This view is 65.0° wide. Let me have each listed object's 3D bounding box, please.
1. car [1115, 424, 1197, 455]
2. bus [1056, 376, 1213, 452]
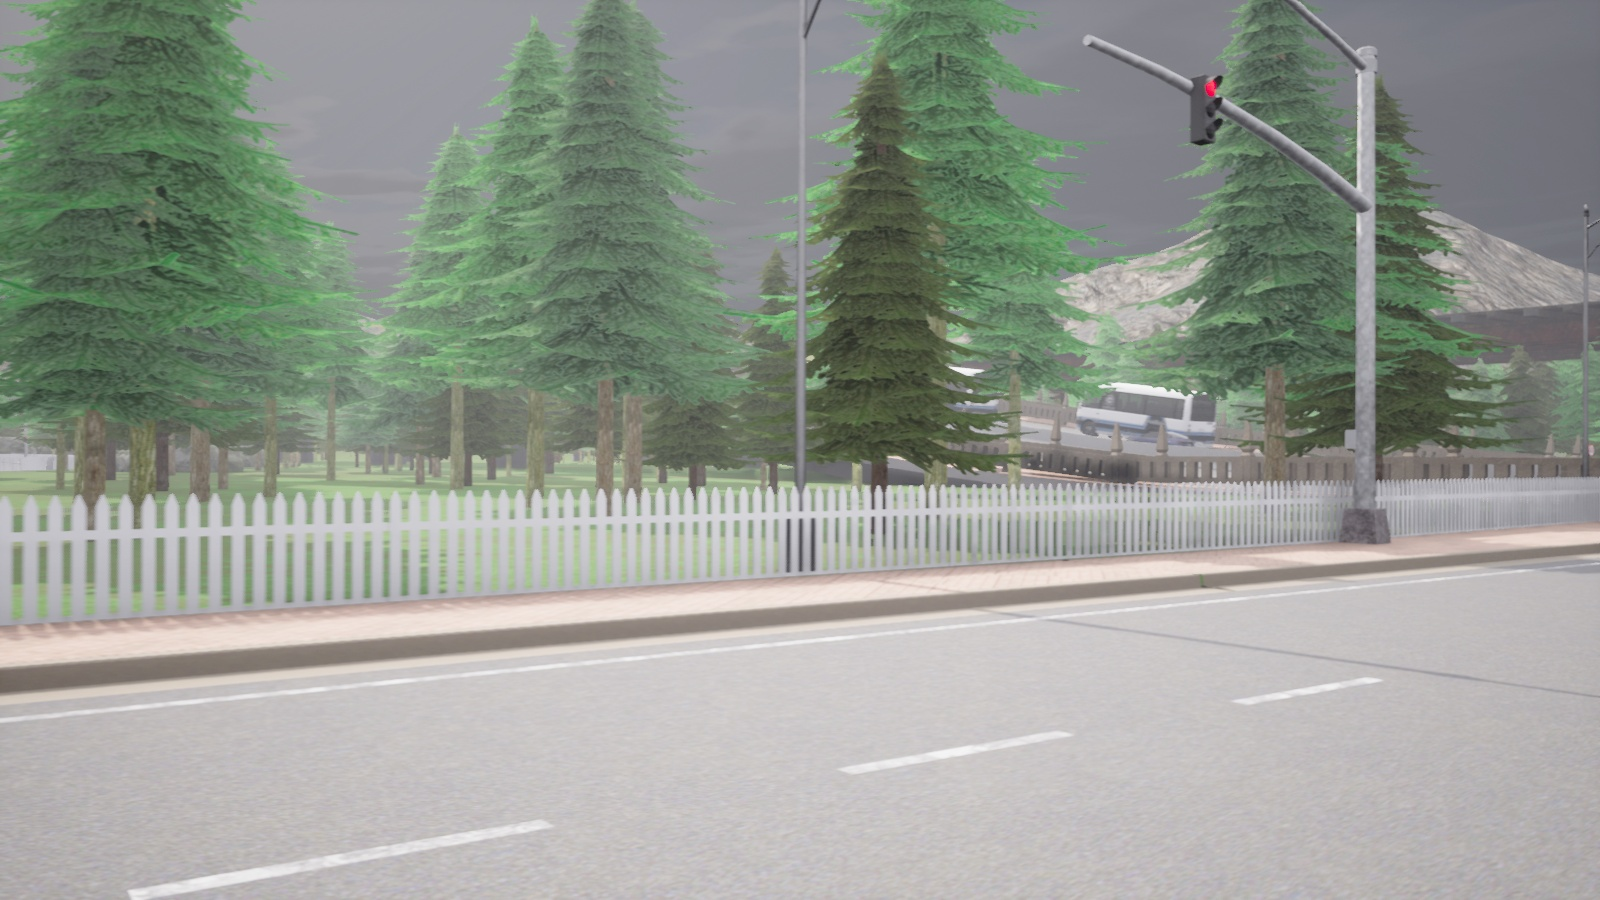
[{"bbox_3d":[23.631,-0.704,83.561,2.163,1.488,4.792,0,7,-36],"label":"car"},{"bbox_3d":[23.627,-2.654,89.490,3.944,4.253,10.273,0,7,-36],"label":"bus"}]
